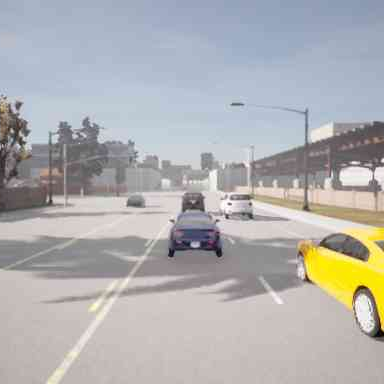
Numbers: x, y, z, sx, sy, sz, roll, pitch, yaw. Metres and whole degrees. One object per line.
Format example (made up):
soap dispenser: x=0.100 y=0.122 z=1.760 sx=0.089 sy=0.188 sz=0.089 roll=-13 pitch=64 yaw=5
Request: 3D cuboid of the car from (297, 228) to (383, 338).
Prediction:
car: x=3.604 y=1.447 z=6.569 sx=1.882 sy=1.535 sz=5.008 roll=0 pitch=0 yaw=0

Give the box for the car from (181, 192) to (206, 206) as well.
car: x=0.119 y=0.985 z=32.019 sx=2.150 sy=2.045 sz=5.566 roll=0 pitch=1 yaw=0

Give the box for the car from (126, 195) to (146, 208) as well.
car: x=-6.977 y=1.149 z=41.804 sx=1.882 sy=1.535 sz=5.008 roll=0 pitch=1 yaw=0

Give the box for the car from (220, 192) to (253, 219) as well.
car: x=3.615 y=1.045 z=27.438 sx=2.150 sy=2.045 sz=5.566 roll=0 pitch=1 yaw=0

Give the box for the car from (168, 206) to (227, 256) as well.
car: x=0.108 y=1.467 z=12.739 sx=1.812 sy=1.442 sz=4.674 roll=0 pitch=0 yaw=0
